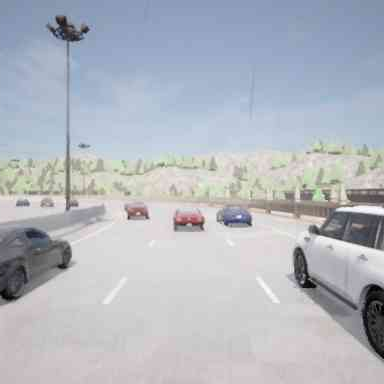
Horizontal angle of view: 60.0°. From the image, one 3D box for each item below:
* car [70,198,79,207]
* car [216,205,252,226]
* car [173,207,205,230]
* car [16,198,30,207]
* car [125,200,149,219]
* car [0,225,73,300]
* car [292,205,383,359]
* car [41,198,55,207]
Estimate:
[{"bbox_3d":[-19.016,1.686,52.795,2.033,1.411,5.357,0,0,-23],"label":"car"},{"bbox_3d":[2.945,1.617,24.005,1.994,1.385,4.181,0,0,-5],"label":"car"},{"bbox_3d":[-0.334,1.652,21.801,1.895,1.301,4.718,0,0,-4],"label":"car"},{"bbox_3d":[-27.523,1.713,54.247,1.994,1.385,4.181,0,0,-26],"label":"car"},{"bbox_3d":[-4.767,1.598,29.511,1.812,1.442,4.674,0,0,-9],"label":"car"},{"bbox_3d":[-4.559,1.550,8.291,1.812,1.442,4.674,0,0,0],"label":"car"},{"bbox_3d":[3.594,1.233,6.051,2.150,2.045,5.566,0,0,0],"label":"car"},{"bbox_3d":[-22.969,1.668,52.846,1.812,1.442,4.674,0,0,-25],"label":"car"}]
